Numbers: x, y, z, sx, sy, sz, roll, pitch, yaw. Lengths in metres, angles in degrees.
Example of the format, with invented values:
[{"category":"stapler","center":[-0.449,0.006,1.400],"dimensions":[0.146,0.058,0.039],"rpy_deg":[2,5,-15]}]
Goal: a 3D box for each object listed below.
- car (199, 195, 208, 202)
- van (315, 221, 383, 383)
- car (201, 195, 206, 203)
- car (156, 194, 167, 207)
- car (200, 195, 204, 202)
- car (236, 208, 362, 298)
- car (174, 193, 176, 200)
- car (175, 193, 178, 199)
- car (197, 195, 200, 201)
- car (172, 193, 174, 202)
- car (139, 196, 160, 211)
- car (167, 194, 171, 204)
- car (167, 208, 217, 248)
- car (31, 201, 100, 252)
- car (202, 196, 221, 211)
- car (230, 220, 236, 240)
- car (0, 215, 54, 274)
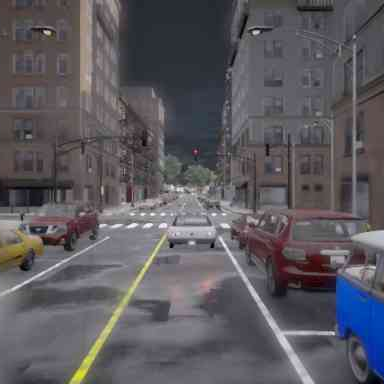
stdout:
[{"category":"car","center":[2.639,1.441,79.482],"dimensions":[1.967,1.590,4.097],"rpy_deg":[0,0,0]},{"category":"van","center":[2.639,1.339,2.742],"dimensions":[1.690,1.788,3.998],"rpy_deg":[0,0,0]},{"category":"car","center":[2.639,1.542,46.590],"dimensions":[1.887,1.381,4.507],"rpy_deg":[0,0,0]},{"category":"car","center":[-5.411,1.523,51.902],"dimensions":[1.752,1.417,4.829],"rpy_deg":[0,0,0]},{"category":"car","center":[2.639,1.549,52.072],"dimensions":[2.008,1.369,4.403],"rpy_deg":[0,0,0]},{"category":"car","center":[2.639,1.313,8.421],"dimensions":[2.192,1.841,5.009],"rpy_deg":[0,0,0]},{"category":"car","center":[-5.401,1.566,79.483],"dimensions":[1.947,1.339,4.313],"rpy_deg":[0,0,0]},{"category":"car","center":[-5.399,1.316,84.965],"dimensions":[2.192,1.841,5.009],"rpy_deg":[0,0,0]},{"category":"car","center":[2.639,1.550,68.518],"dimensions":[2.008,1.369,4.403],"rpy_deg":[0,0,0]},{"category":"car","center":[-5.405,1.439,68.518],"dimensions":[1.967,1.590,4.097],"rpy_deg":[0,0,0]},{"category":"car","center":[-5.415,1.522,40.939],"dimensions":[1.752,1.417,4.829],"rpy_deg":[0,0,0]},{"category":"car","center":[-5.408,1.313,57.554],"dimensions":[2.192,1.841,5.009],"rpy_deg":[0,0,0]},{"category":"car","center":[0.000,1.615,14.680],"dimensions":[1.895,1.301,4.718],"rpy_deg":[0,0,0]},{"category":"car","center":[-5.399,1.313,14.101],"dimensions":[2.192,1.841,5.009],"rpy_deg":[0,0,0]},{"category":"car","center":[2.639,1.548,41.109],"dimensions":[2.008,1.369,4.403],"rpy_deg":[0,0,0]},{"category":"car","center":[2.639,1.580,14.100],"dimensions":[1.802,1.307,4.206],"rpy_deg":[0,0,0]},{"category":"car","center":[-5.399,1.523,8.252],"dimensions":[1.752,1.417,4.829],"rpy_deg":[0,0,0]}]
